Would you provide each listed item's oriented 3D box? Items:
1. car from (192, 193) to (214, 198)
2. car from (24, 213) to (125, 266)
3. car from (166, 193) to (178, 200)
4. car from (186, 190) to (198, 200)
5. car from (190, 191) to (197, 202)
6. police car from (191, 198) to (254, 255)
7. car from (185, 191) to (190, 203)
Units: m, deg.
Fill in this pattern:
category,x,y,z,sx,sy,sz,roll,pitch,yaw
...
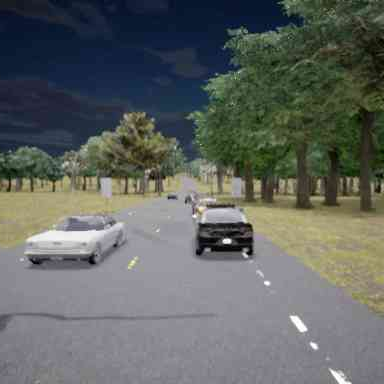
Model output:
category,x,y,z,sx,sy,sz,roll,pitch,yaw
car,1.053,1.118,22.622,1.801,1.575,5.366,0,1,0
car,-3.598,1.430,11.053,1.895,1.301,4.718,0,1,0
car,-3.531,0.818,59.925,1.895,1.301,4.718,0,1,1
car,0.008,0.551,61.947,2.097,1.767,4.553,0,1,0
car,1.052,0.932,28.405,2.097,1.767,4.553,0,1,0
police car,1.051,1.233,12.539,1.930,1.638,5.238,0,1,0
car,0.023,0.687,48.216,2.097,1.767,4.553,0,1,0
